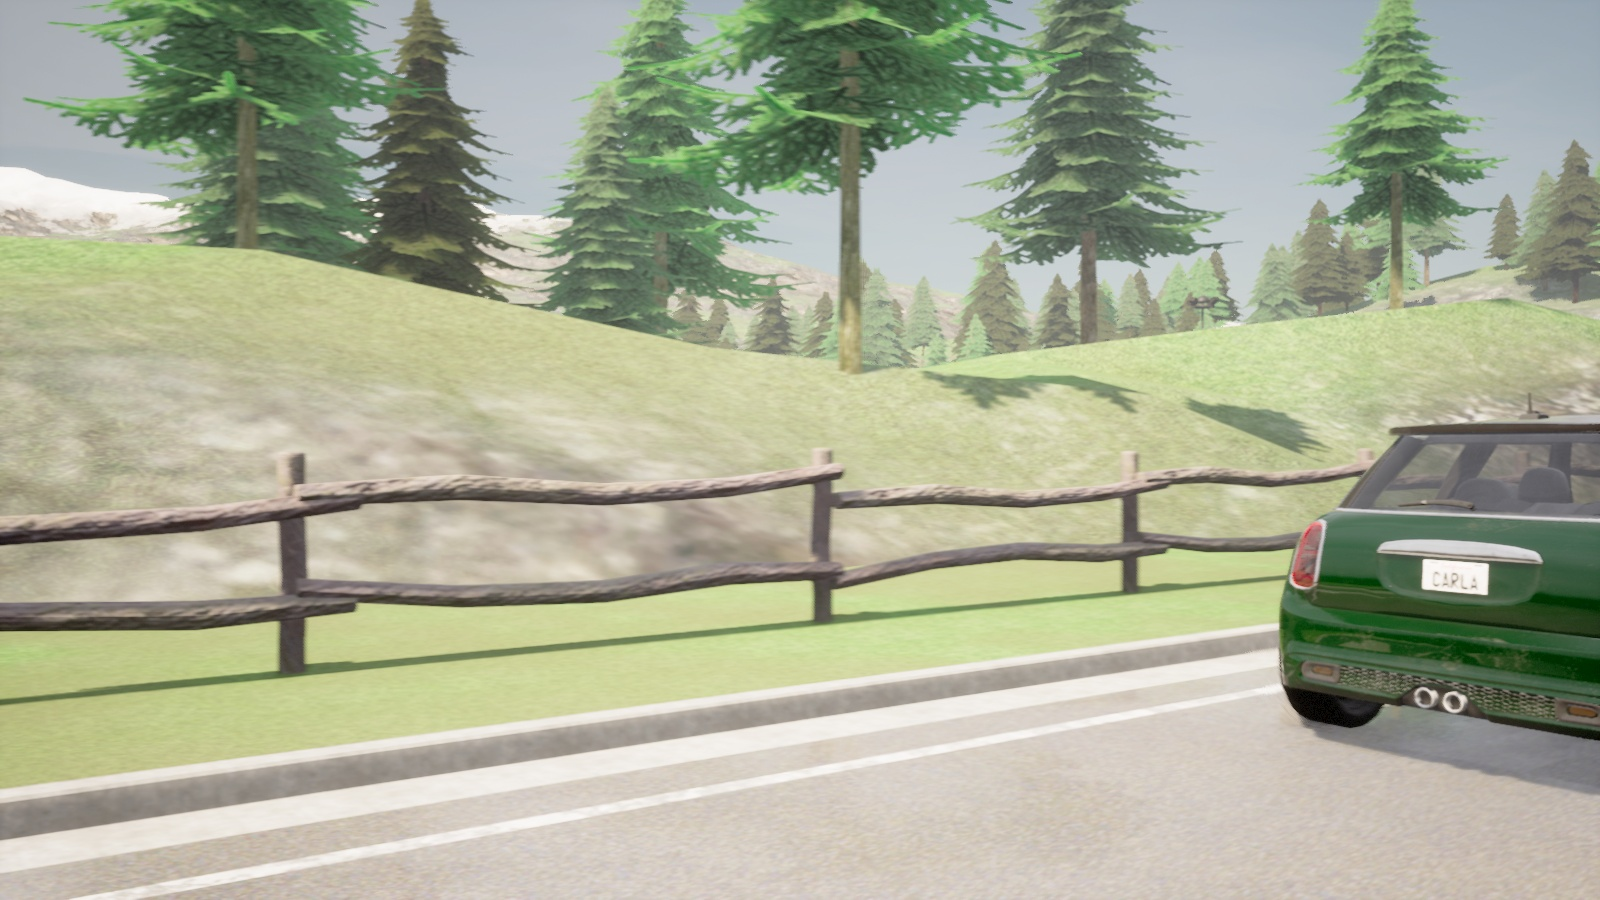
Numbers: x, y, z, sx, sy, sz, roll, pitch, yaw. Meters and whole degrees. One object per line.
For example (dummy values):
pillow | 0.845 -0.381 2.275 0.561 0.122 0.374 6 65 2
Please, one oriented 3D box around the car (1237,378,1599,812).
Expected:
car | 4.741 0.585 6.960 4.553 1.767 2.097 0 0 -35
